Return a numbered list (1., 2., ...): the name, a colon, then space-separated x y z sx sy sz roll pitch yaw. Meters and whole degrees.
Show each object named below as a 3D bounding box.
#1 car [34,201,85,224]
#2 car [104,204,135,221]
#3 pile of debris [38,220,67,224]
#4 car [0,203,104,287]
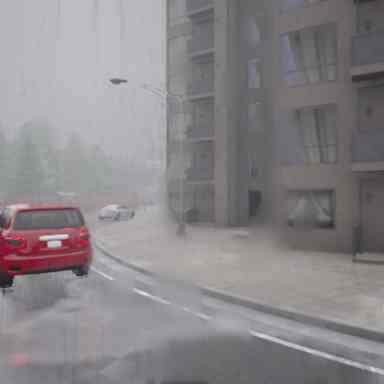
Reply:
1. car: -11.246 1.702 28.542 2.097 1.767 4.553 0 -1 8
2. car: -7.092 1.898 31.401 1.812 1.442 4.674 -1 -1 16
3. pile of debris: -11.767 2.522 28.174 1.500 0.140 1.860 0 -1 9
4. car: -4.709 1.348 10.086 2.150 2.045 5.566 0 0 -33
